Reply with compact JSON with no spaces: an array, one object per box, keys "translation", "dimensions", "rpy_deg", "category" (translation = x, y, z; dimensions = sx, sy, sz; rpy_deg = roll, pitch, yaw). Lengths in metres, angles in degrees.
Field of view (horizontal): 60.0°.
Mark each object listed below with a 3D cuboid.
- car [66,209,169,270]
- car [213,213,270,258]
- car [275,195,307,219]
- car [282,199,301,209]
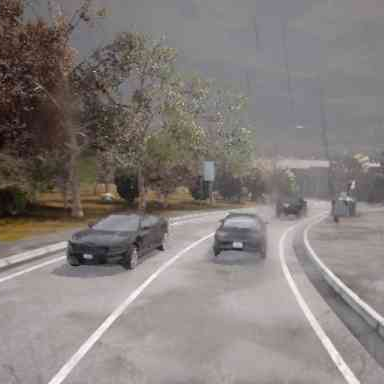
[{"translation":[-2.186,1.395,11.095],"dimensions":[1.882,1.535,5.008],"rpy_deg":[1,0,12],"category":"car"},{"translation":[1.987,1.538,12.928],"dimensions":[1.812,1.442,4.674],"rpy_deg":[1,0,13],"category":"car"},{"translation":[9.404,1.378,31.236],"dimensions":[2.150,2.045,5.566],"rpy_deg":[3,1,27],"category":"car"},{"translation":[15.164,1.747,50.607],"dimensions":[1.895,1.301,4.718],"rpy_deg":[3,1,28],"category":"car"}]
